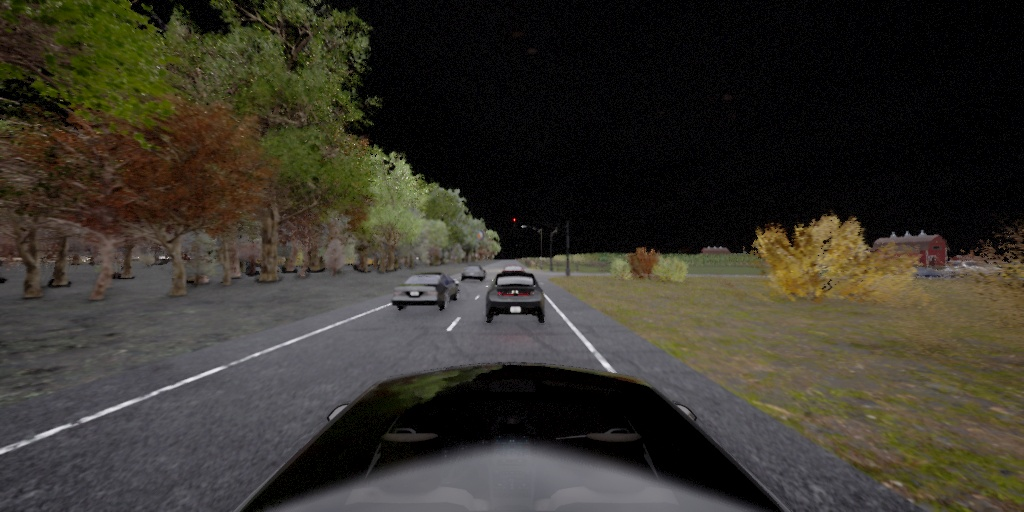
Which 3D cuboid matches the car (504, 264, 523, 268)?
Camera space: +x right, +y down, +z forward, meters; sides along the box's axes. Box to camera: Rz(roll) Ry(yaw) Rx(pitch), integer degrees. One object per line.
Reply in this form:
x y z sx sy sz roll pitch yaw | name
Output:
0.105 1.371 26.968 1.882 1.535 5.008 0 0 0 | car

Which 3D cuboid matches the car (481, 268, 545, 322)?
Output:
0.100 1.315 12.633 1.837 1.490 4.892 0 -1 0 | car

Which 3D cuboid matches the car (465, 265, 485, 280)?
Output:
-3.398 1.487 32.371 1.994 1.385 4.181 0 0 0 | car

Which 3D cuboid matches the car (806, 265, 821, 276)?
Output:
39.801 1.992 49.538 4.902 1.511 2.128 1 -1 1 | car

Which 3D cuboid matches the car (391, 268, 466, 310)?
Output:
-3.399 1.373 15.026 2.033 1.411 5.357 0 0 0 | car
